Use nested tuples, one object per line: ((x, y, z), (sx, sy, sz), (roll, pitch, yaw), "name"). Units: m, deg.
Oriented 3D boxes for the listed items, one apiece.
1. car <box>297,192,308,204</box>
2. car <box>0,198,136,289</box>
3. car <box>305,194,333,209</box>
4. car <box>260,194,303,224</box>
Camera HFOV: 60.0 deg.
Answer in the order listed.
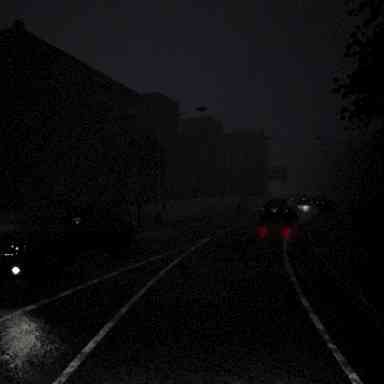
((15.378, 0.918, 46.730), (2.097, 1.767, 4.553), (-1, 1, 30), "car")
((-3.717, 1.211, 9.690), (2.150, 2.045, 5.566), (0, 0, 20), "car")
((15.416, 1.192, 39.541), (2.033, 1.411, 5.357), (-1, 1, 32), "car")
((6.407, 1.242, 24.026), (2.097, 1.767, 4.553), (0, 0, 26), "car")
